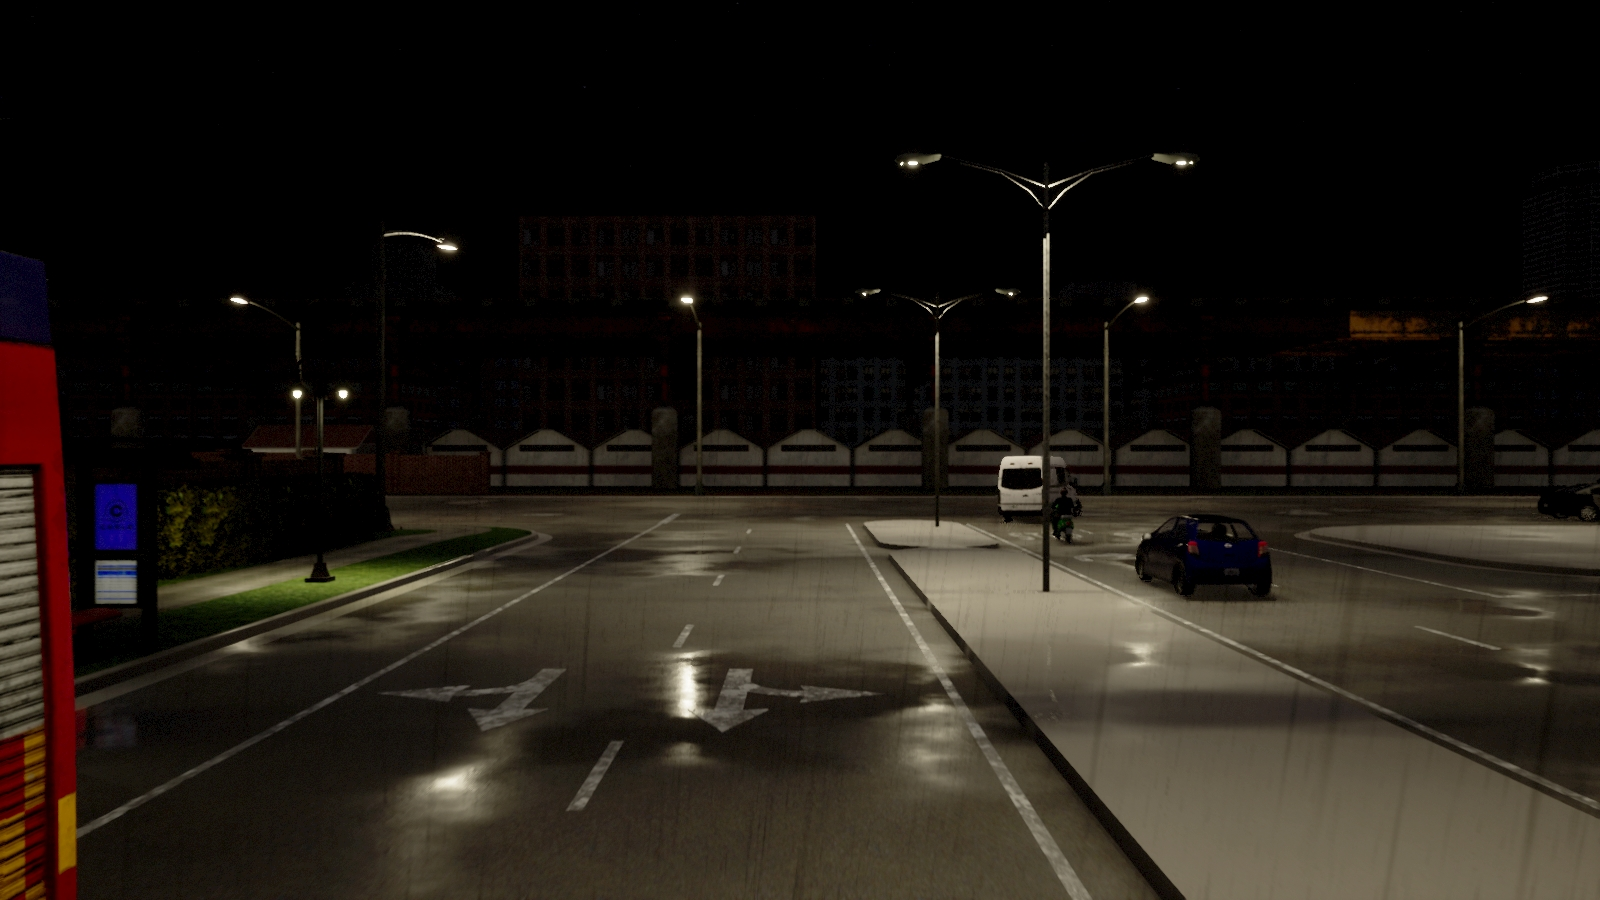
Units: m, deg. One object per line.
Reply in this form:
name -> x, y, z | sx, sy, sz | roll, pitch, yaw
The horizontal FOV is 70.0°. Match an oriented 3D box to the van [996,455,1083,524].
van -> 9.662, 1.524, 45.668 | 1.988, 2.561, 5.915 | -2, -1, 26

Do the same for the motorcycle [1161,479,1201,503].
motorcycle -> 20.054, 2.169, 60.180 | 1.805, 1.236, 0.856 | 0, 0, 0

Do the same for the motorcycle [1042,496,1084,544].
motorcycle -> 7.996, 2.121, 34.809 | 0.856, 1.341, 1.805 | 0, 1, 0

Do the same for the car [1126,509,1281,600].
car -> 8.005, 2.032, 23.004 | 1.845, 1.501, 3.633 | 0, 0, 0
